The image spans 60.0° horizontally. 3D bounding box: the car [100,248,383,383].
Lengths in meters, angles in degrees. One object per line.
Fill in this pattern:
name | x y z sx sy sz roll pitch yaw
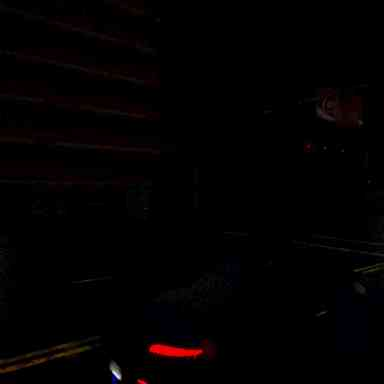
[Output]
car | 1.136 1.525 4.548 4.674 1.442 1.812 0 0 -36
